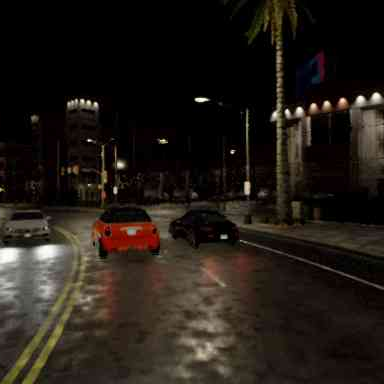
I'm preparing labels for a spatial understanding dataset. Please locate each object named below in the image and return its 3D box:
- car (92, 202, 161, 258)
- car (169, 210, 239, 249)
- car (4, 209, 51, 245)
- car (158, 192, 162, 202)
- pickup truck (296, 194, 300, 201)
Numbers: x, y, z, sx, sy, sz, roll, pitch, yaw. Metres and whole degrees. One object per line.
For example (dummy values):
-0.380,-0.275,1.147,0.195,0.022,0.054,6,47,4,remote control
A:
-2.741,1.365,13.129,2.097,1.767,4.553,0,0,-20,car
0.407,1.521,14.711,1.812,1.442,4.674,0,0,-21,car
-7.944,1.568,16.114,1.812,1.442,4.674,0,0,-26,car
-7.222,1.288,54.030,4.553,1.767,2.185,0,0,43,car
12.662,1.014,34.850,2.390,2.098,6.274,0,0,43,pickup truck
